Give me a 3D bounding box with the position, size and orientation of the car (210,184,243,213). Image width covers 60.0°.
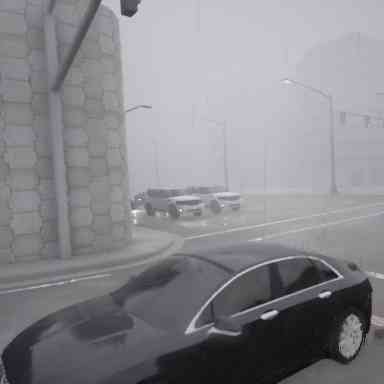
[{"bbox_3d":[1.401,0.425,25.654,2.150,2.045,5.566,-5,3,-35],"label":"car"}]

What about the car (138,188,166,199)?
[{"bbox_3d":[-5.808,0.218,48.304,1.837,1.490,4.892,-5,3,-35],"label":"car"}]

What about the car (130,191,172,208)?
[{"bbox_3d":[-4.215,0.692,33.629,2.128,1.511,4.902,-5,3,-35],"label":"car"}]

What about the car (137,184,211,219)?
[{"bbox_3d":[-1.444,0.661,23.630,2.150,2.045,5.566,-5,3,-35],"label":"car"}]

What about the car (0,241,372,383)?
[{"bbox_3d":[0.358,1.481,4.187,4.892,1.490,1.837,-1,1,-34],"label":"car"}]

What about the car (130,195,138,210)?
[{"bbox_3d":[-6.865,1.001,31.331,1.994,1.385,4.181,-5,3,-35],"label":"car"}]
